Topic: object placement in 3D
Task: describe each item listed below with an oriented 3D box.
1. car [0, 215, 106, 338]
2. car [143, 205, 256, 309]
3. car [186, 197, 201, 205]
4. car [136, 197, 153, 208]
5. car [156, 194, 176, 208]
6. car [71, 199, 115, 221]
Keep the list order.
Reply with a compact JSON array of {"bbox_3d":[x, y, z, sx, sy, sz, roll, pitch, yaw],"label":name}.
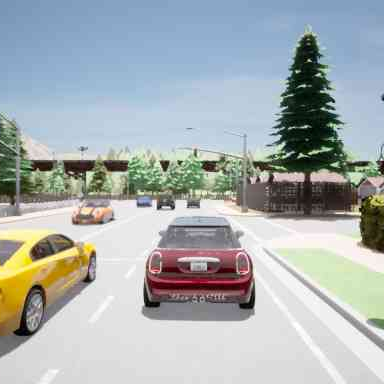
[{"bbox_3d":[-3.406,1.478,6.693,1.882,1.535,5.008,0,0,0],"label":"car"},{"bbox_3d":[0.210,1.352,8.066,2.097,1.767,4.553,0,0,2],"label":"car"},{"bbox_3d":[0.208,1.505,47.102,1.837,1.490,4.892,0,0,1],"label":"car"},{"bbox_3d":[-6.923,1.478,48.426,1.882,1.535,5.008,0,0,1],"label":"car"},{"bbox_3d":[-3.315,1.222,43.031,2.150,2.045,5.566,0,0,0],"label":"car"},{"bbox_3d":[-7.052,1.352,24.086,2.097,1.767,4.553,0,0,0],"label":"car"}]
